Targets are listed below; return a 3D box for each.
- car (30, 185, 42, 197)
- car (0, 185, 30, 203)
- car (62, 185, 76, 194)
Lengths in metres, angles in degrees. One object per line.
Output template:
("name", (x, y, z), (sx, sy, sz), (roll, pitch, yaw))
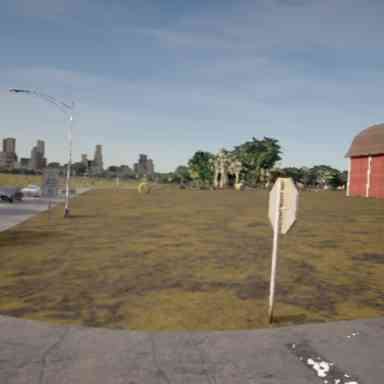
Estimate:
("car", (-20.084, -0.138, 41.909), (1.812, 1.442, 4.674), (3, 1, -14))
("car", (-17.588, 0.197, 31.918), (2.033, 1.411, 5.357), (3, 1, -14))
("car", (-21.064, -0.416, 57.148), (2.033, 1.411, 5.357), (3, 1, -13))
